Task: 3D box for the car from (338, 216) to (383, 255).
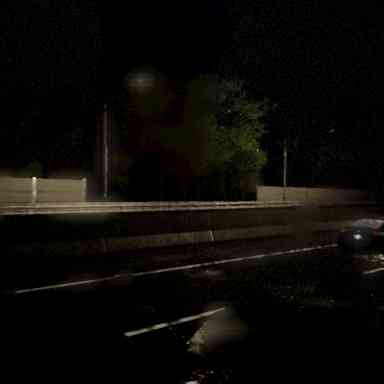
[{"bbox_3d":[7.979,1.701,13.857,4.181,1.385,1.994,1,0,-35],"label":"car"}]
